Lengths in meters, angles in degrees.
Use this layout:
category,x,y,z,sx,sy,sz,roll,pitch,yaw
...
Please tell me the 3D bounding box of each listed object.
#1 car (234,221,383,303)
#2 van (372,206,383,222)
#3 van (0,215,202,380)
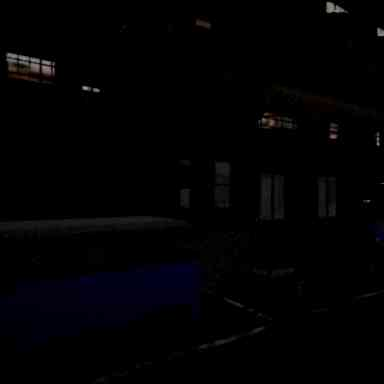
category,x,y,z,sx,sy,sz,roll,pitch,yaw
car,2.941,1.517,7.952,4.206,1.307,1.802,0,1,-33
van,7.652,1.267,11.054,3.998,1.788,1.690,0,1,-33
van,-1.766,1.285,4.844,3.998,1.788,1.690,0,1,-33
